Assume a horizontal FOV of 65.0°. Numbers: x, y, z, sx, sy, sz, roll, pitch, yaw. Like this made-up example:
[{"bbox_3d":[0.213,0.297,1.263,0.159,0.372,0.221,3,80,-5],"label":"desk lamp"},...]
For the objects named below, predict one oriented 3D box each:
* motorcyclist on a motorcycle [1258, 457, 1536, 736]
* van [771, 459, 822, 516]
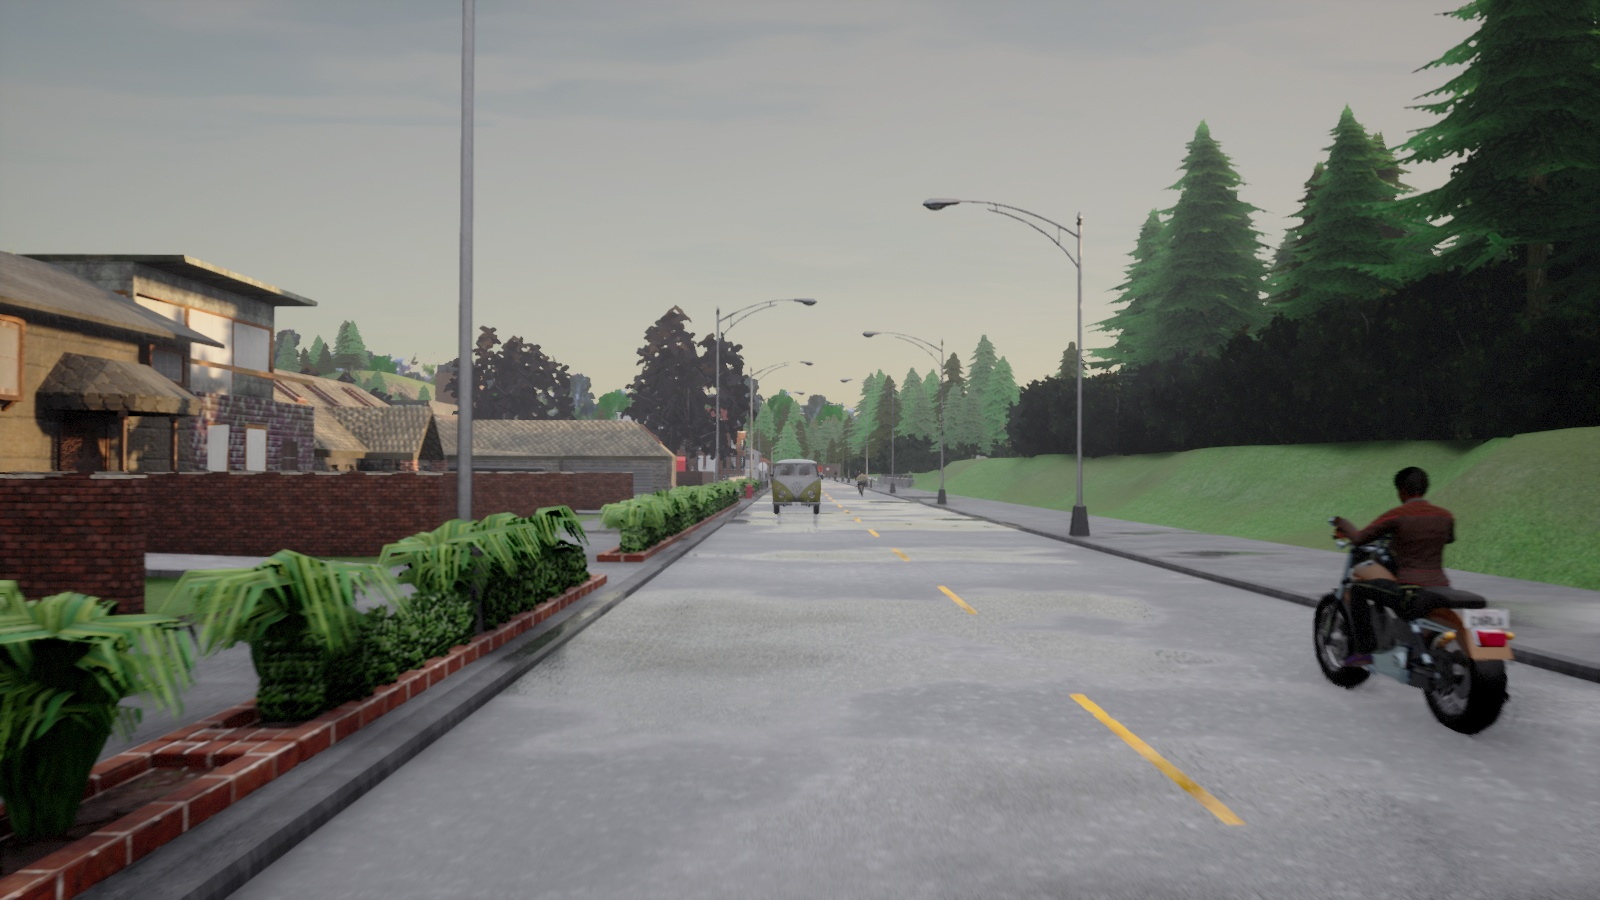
[{"bbox_3d":[3.979,0.894,8.648,0.766,1.649,2.350,0,-1,0],"label":"motorcyclist on a motorcycle"},{"bbox_3d":[-0.113,1.340,46.116,1.775,1.987,4.442,0,-1,0],"label":"van"}]
